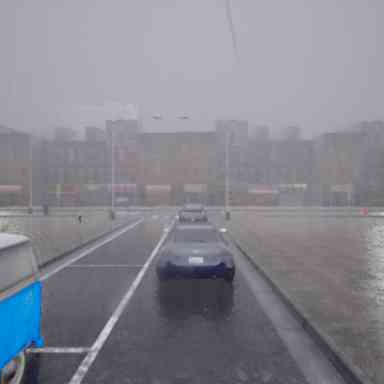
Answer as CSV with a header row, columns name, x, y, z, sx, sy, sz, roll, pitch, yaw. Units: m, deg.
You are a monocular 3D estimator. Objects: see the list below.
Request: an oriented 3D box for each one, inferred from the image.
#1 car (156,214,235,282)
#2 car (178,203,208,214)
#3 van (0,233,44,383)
name,x,y,z,sx,sy,sz,roll,pitch,yaw
car,0.091,1.558,9.770,1.994,1.385,4.181,0,0,0
car,0.093,1.480,22.882,2.128,1.511,4.902,0,0,0
van,-2.648,1.339,2.428,1.690,1.788,3.998,-1,0,0
